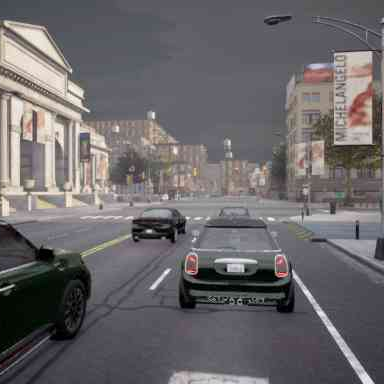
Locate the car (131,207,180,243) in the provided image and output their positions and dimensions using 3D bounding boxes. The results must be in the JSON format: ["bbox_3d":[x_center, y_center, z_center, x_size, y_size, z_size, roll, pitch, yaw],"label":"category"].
[{"bbox_3d":[-1.447,1.478,16.237,1.882,1.535,5.008,0,0,8],"label":"car"}]

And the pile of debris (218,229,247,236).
[{"bbox_3d":[2.206,2.175,18.015,1.500,0.140,1.860,0,0,8],"label":"pile of debris"}]

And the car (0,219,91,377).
[{"bbox_3d":[-2.983,1.213,3.452,2.150,2.045,5.566,0,-1,4],"label":"car"}]

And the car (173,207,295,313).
[{"bbox_3d":[1.015,1.352,7.930,2.097,1.767,4.553,0,0,7],"label":"car"}]

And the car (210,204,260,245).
[{"bbox_3d":[2.149,1.489,16.779,2.128,1.511,4.902,0,0,7],"label":"car"}]
